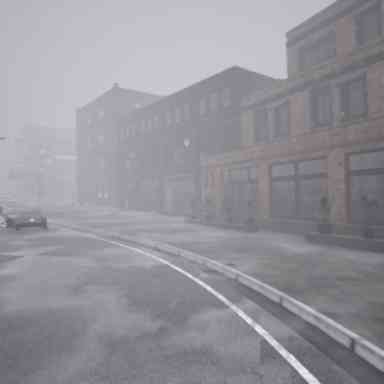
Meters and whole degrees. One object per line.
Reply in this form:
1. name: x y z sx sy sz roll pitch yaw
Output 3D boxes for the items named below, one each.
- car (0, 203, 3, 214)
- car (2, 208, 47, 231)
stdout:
1. car: -22.438 1.699 37.187 1.994 1.385 4.181 0 1 -38
2. car: -11.429 1.792 22.906 1.994 1.385 4.181 0 0 -37
